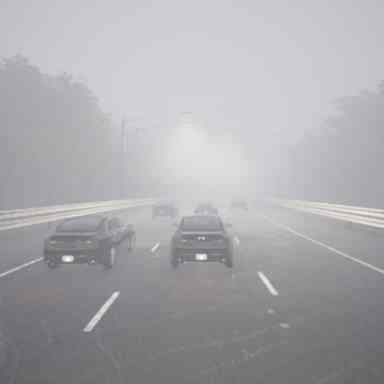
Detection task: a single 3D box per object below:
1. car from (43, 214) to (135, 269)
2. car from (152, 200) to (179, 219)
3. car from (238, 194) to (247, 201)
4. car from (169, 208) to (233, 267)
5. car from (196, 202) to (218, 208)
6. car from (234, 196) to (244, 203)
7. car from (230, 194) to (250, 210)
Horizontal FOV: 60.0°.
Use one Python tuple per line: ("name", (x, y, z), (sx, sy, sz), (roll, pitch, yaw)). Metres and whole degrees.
("car", (-3.179, 1.498, 11.130), (1.837, 1.490, 4.892), (0, 0, 2))
("car", (-2.223, 1.464, 29.264), (1.882, 1.535, 5.008), (0, 0, 4))
("car", (13.042, 1.306, 85.670), (2.097, 1.767, 4.553), (0, 0, 13))
("car", (0.331, 1.502, 11.391), (1.837, 1.490, 4.892), (0, 0, 2))
("car", (1.247, 1.554, 28.684), (1.994, 1.385, 4.181), (0, 0, 4))
("car", (9.949, 1.561, 70.356), (1.895, 1.301, 4.718), (0, 0, 11))
("car", (5.985, 1.335, 43.159), (2.097, 1.767, 4.553), (0, 0, 6))
